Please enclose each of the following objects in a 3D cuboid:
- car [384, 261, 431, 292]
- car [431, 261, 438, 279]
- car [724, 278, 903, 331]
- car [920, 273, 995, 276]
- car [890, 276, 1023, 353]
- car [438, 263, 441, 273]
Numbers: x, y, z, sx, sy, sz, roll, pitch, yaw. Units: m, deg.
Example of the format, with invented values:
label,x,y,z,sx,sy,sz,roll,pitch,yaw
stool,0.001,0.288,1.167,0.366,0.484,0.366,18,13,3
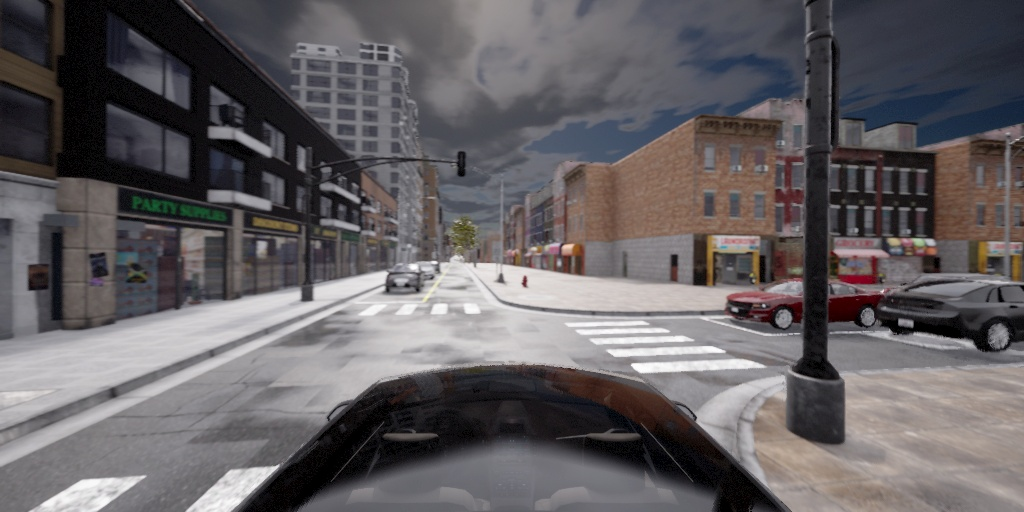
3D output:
label,x,y,z,sx,sy,sz,roll,pitch,yaw
car,-6.122,1.187,20.893,2.128,1.511,4.902,1,0,-9
car,-7.654,1.213,31.004,1.812,1.442,4.674,1,0,-9
car,8.772,1.351,10.879,4.507,1.381,1.888,0,0,-9
car,14.173,1.288,11.698,4.097,1.591,1.967,0,0,-9
car,11.612,1.342,8.690,4.892,1.490,1.837,0,0,-7
car,-9.150,1.258,40.910,1.994,1.385,4.181,1,0,-8
